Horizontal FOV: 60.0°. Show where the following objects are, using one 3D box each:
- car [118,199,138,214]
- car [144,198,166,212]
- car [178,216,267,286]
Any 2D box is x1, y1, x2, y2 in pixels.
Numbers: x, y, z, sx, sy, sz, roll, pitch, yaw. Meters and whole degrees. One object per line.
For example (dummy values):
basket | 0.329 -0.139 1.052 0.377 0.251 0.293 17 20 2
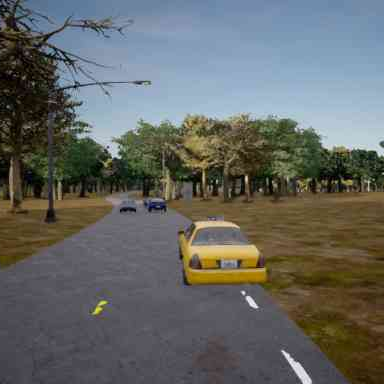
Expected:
car | -6.813 1.485 35.697 2.033 1.411 5.357 0 0 -10
car | -4.056 1.399 37.890 1.882 1.535 5.008 0 0 -11
car | 0.584 1.447 9.388 1.801 1.575 5.366 0 0 -4
